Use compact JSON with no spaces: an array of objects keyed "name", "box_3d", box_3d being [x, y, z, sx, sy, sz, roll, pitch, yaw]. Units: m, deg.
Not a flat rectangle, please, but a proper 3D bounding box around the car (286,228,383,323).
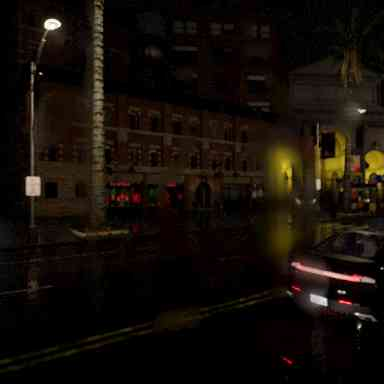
[{"name":"car","box_3d":[3.982,1.491,6.652,4.902,1.511,2.128,0,0,-35]}]
